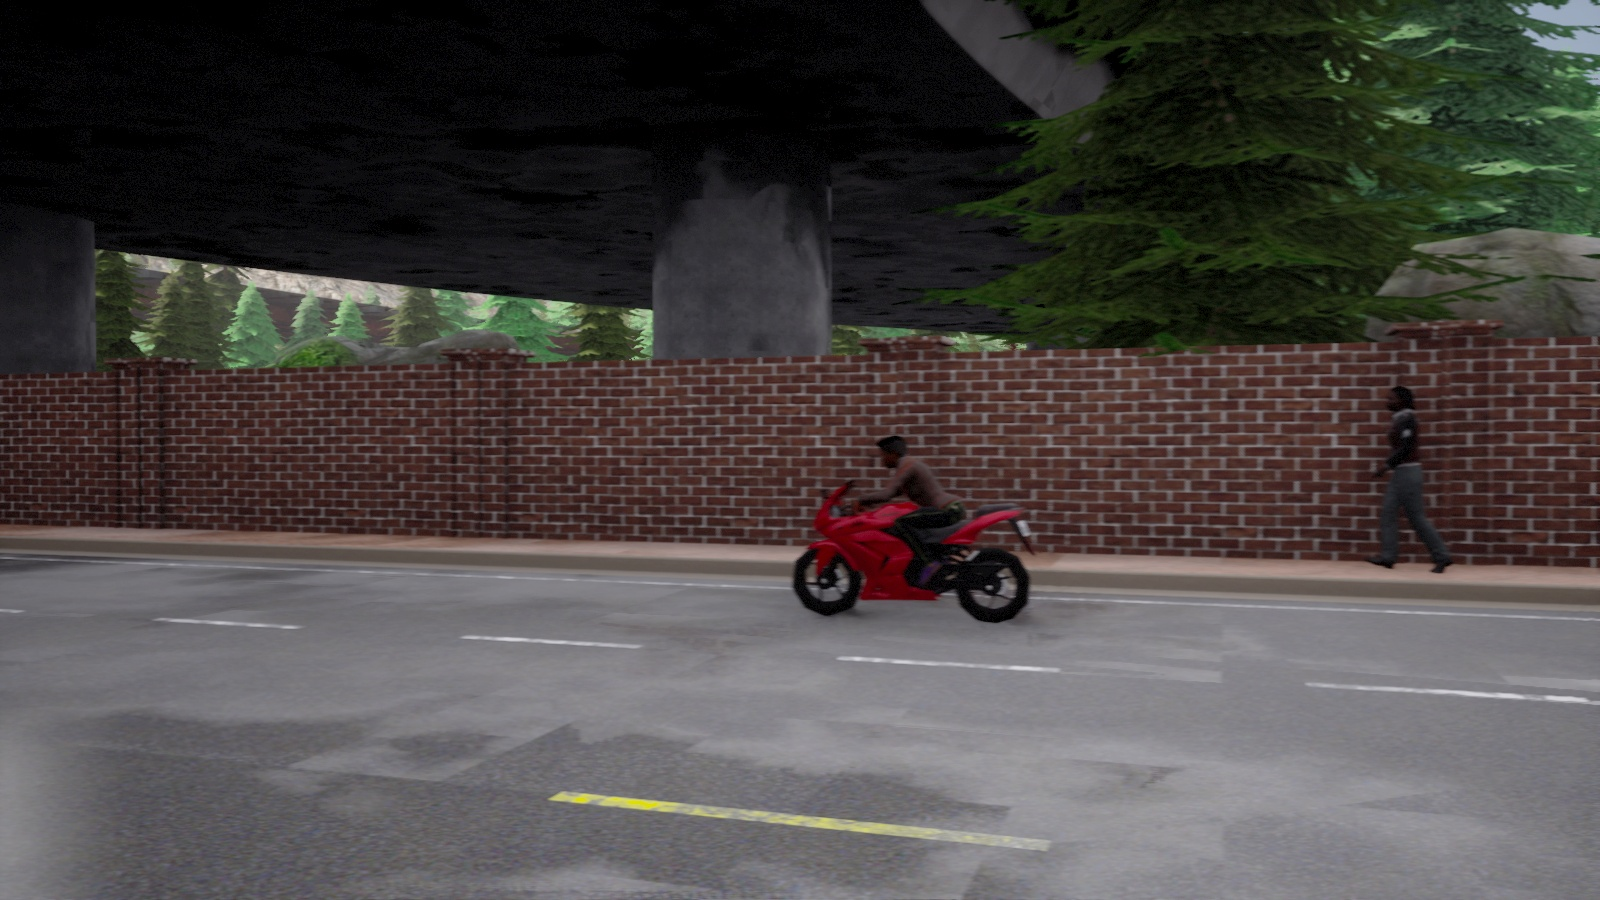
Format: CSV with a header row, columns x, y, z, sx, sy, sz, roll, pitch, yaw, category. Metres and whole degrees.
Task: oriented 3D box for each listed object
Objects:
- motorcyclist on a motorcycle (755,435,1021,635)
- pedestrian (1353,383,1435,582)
x,y,z,sx,sy,sz,roll,pitch,yaw,category
0.726,0.646,10.333,2.044,1.523,0.797,1,1,19,motorcyclist on a motorcycle
5.874,0.308,12.445,0.666,1.930,0.402,1,1,18,pedestrian
